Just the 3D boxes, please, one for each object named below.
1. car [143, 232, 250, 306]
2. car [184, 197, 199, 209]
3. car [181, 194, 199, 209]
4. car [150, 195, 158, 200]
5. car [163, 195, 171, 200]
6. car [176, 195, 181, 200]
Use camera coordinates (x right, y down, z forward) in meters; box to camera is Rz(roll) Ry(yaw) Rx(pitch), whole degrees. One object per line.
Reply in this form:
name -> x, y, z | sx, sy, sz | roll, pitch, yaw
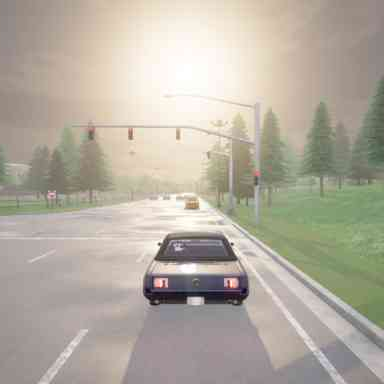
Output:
car -> 0.088, 1.601, 7.982 | 1.895, 1.301, 4.718 | 0, 0, 0
car -> -0.061, 1.576, 49.650 | 2.033, 1.411, 5.357 | 0, 1, 2
car -> -0.108, 1.102, 46.082 | 1.882, 1.535, 5.008 | -3, 16, -5
car -> -10.393, 1.539, 91.115 | 2.033, 1.411, 5.357 | 0, 0, 0
car -> -6.893, 1.539, 91.111 | 2.033, 1.411, 5.357 | 0, 0, 0
car -> -3.393, 1.552, 91.107 | 1.994, 1.385, 4.181 | 0, 0, 0
